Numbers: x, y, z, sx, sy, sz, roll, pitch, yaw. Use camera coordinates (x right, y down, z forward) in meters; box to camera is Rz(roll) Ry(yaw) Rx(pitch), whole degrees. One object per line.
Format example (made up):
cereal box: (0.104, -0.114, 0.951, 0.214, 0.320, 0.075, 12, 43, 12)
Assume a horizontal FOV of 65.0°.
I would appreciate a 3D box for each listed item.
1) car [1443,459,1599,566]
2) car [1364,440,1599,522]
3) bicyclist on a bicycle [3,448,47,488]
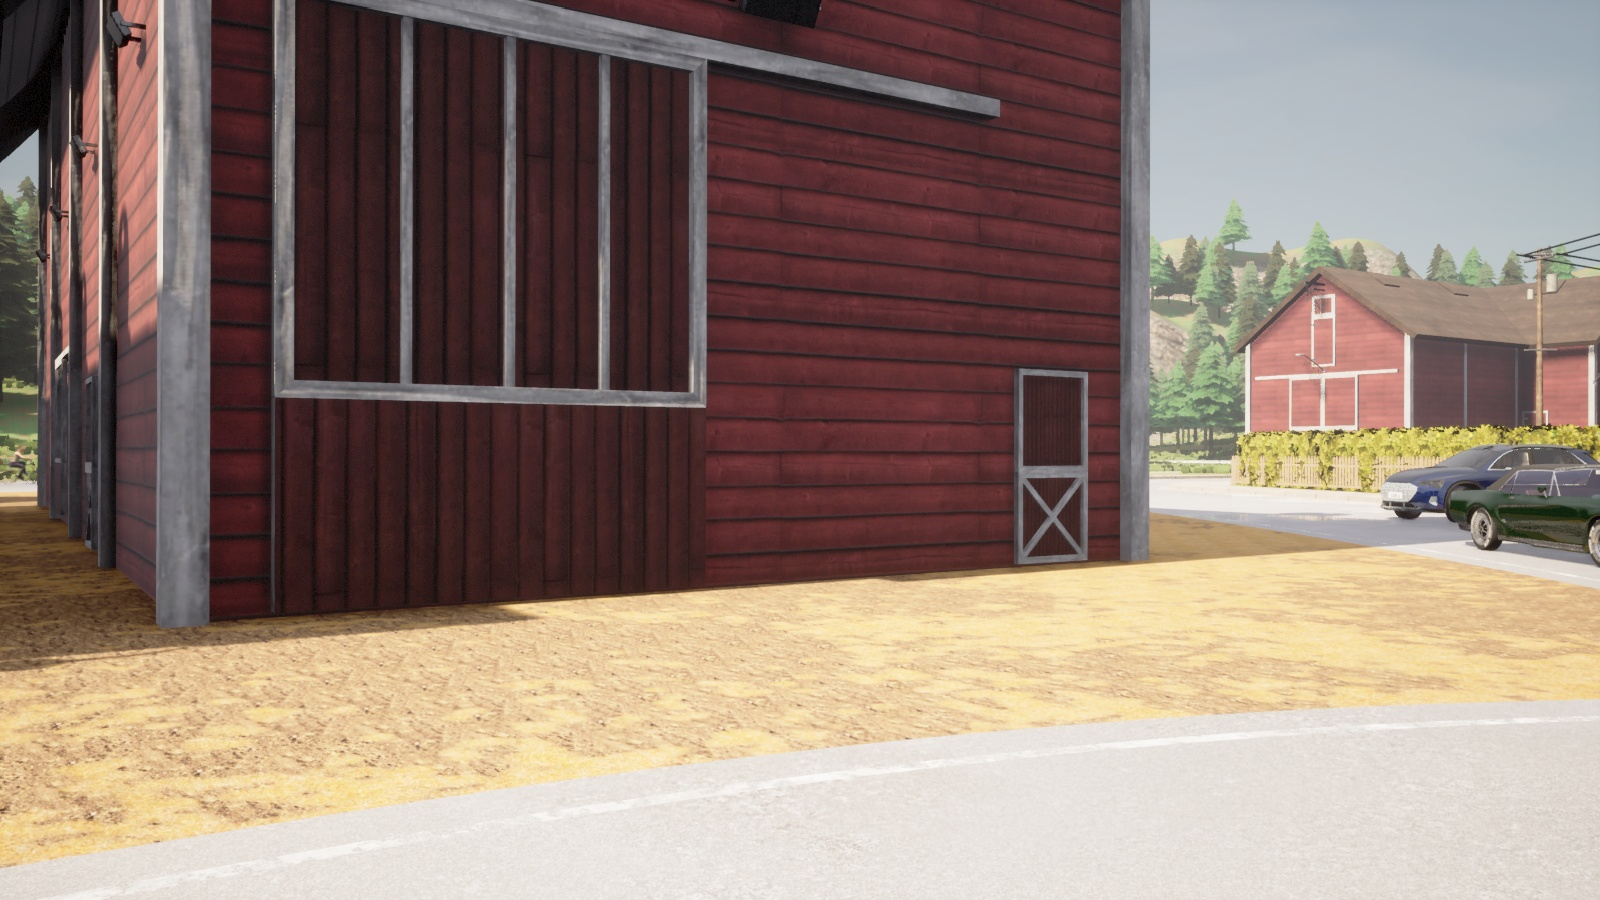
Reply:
car: (10.993, 0.804, 17.312, 1.895, 1.301, 4.718, 0, 0, 1)
car: (14.829, 0.615, 26.729, 4.856, 1.649, 2.033, 0, 0, -11)
bicyclist on a bicycle: (-31.560, 0.734, 51.160, 1.509, 1.612, 0.866, 0, 0, -33)
